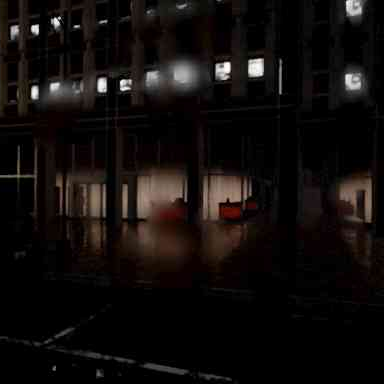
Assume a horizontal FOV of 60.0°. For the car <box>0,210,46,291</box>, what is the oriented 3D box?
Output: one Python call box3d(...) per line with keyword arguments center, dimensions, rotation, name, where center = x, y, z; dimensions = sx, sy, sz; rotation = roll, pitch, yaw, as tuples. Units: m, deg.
box3d(center=(-5.616, 1.311, 7.299), dimensions=(5.009, 1.841, 2.192), rotation=(0, 1, 19), name="car")
